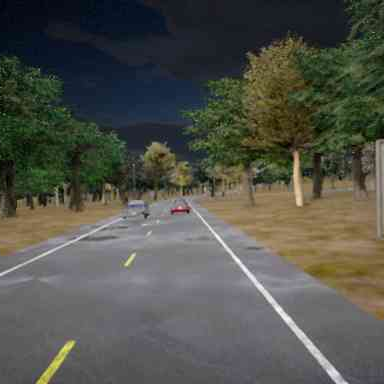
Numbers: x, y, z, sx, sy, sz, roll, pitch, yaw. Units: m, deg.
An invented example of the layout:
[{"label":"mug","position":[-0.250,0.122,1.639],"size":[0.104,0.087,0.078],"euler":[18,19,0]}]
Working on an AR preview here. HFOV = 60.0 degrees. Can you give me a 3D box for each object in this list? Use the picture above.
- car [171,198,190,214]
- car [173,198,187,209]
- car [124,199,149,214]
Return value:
[{"label":"car","position":[-1.227,1.544,35.009],"size":[1.994,1.385,4.181],"euler":[-2,0,-2]},{"label":"car","position":[-1.699,1.578,47.655],"size":[1.994,1.385,4.181],"euler":[-2,0,-2]},{"label":"car","position":[-4.478,1.320,27.376],"size":[1.812,1.442,4.674],"euler":[-2,0,-2]}]
